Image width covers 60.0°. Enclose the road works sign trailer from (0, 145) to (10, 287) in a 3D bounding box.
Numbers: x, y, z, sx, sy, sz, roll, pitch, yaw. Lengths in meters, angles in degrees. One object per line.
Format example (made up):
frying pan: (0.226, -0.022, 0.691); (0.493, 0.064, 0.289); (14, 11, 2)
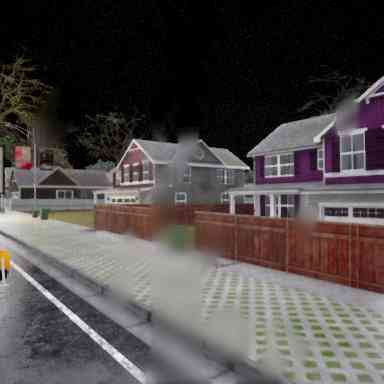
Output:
road works sign trailer: (-6.105, 0.466, 8.408); (2.380, 3.560, 2.880); (0, 0, -38)
